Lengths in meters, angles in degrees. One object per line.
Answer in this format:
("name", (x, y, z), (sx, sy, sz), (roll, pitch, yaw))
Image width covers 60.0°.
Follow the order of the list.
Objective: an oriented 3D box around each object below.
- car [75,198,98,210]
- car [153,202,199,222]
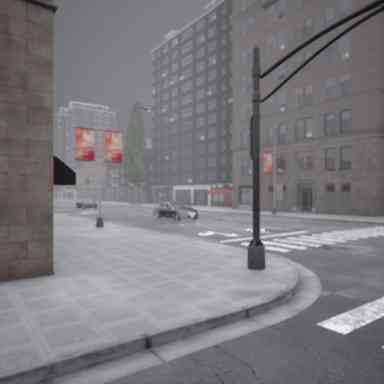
("car", (-14.197, 1.619, 44.803), (1.882, 1.535, 5.008), (0, -1, -35))
("car", (-1.383, 1.549, 26.909), (2.128, 1.511, 4.902), (0, 0, -36))
